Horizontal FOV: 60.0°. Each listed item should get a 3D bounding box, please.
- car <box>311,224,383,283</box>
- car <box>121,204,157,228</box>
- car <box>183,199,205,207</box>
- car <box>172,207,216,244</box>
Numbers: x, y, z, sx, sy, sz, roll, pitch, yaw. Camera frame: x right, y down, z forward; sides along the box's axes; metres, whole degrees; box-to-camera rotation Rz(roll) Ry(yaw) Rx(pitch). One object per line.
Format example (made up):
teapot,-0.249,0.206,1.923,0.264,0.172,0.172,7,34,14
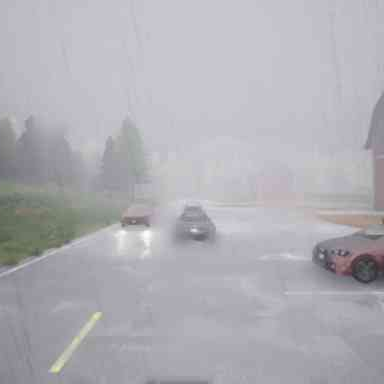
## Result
car,5.558,1.592,9.223,4.181,1.381,1.994,0,0,-1
car,-3.600,1.579,23.173,1.882,1.535,5.008,0,0,0
car,0.087,1.667,32.197,1.812,1.442,4.674,0,0,0
car,0.097,1.636,16.285,1.994,1.385,4.181,0,0,0
